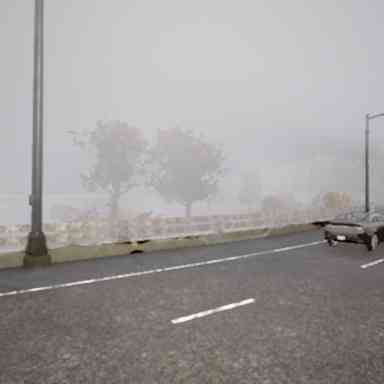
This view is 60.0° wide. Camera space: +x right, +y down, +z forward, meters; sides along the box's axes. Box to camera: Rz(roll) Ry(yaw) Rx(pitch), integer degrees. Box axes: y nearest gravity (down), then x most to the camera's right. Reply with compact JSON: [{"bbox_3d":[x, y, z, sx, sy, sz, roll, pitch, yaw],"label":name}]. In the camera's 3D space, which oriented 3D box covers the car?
[{"bbox_3d":[7.708,1.642,14.948,4.902,1.511,2.128,1,0,-44],"label":"car"}]
